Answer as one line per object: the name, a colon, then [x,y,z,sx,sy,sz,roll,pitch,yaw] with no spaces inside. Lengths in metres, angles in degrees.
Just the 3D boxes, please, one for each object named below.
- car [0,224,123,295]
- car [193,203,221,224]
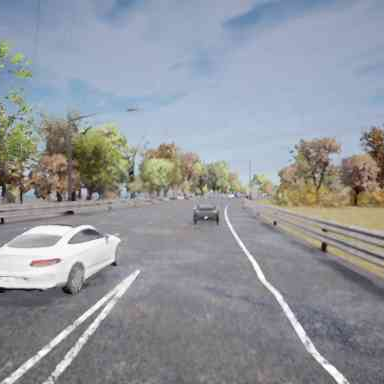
car: [-3.299,1.554,8.739,1.812,1.442,4.674,0,0,6]
car: [1.128,1.549,25.240,2.128,1.511,4.902,0,0,4]
